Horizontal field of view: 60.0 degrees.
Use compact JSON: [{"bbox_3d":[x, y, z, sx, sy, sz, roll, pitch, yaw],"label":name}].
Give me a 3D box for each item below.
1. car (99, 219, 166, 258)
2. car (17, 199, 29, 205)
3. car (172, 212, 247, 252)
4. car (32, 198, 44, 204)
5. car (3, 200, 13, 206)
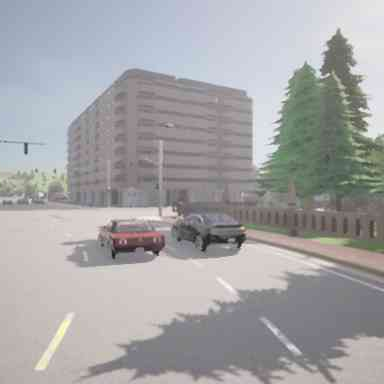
[{"bbox_3d":[-2.631,1.741,13.566,1.895,1.301,4.718,0,-1,-22],"label":"car"},{"bbox_3d":[-41.520,2.385,82.065,1.994,1.385,4.181,0,-1,-30],"label":"car"},{"bbox_3d":[0.584,1.646,14.895,2.128,1.511,4.902,0,0,-22],"label":"car"},{"bbox_3d":[-38.511,2.446,83.853,1.895,1.301,4.718,0,-1,-30],"label":"car"},{"bbox_3d":[-41.107,2.353,74.361,1.895,1.301,4.718,0,-1,-30],"label":"car"}]
